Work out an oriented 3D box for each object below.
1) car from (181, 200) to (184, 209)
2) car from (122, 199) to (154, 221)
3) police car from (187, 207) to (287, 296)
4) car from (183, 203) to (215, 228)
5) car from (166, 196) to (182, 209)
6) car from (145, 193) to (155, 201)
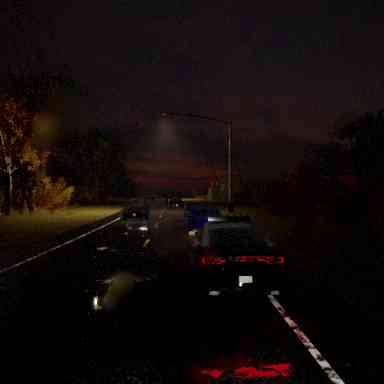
[{"bbox_3d":[0.363,1.513,24.752,1.812,1.442,4.674,0,0,-3],"label":"car"},{"bbox_3d":[-4.461,1.554,27.151,1.994,1.385,4.181,0,0,-3],"label":"car"},{"bbox_3d":[0.949,1.423,8.784,1.930,1.638,5.238,0,0,-1],"label":"police car"},{"bbox_3d":[0.645,1.472,18.725,1.882,1.535,5.008,0,0,-2],"label":"car"},{"bbox_3d":[-2.191,1.482,45.630,1.837,1.490,4.892,0,0,-5],"label":"car"},{"bbox_3d":[-10.222,1.162,80.547,2.150,2.045,5.566,0,0,-8],"label":"car"}]
